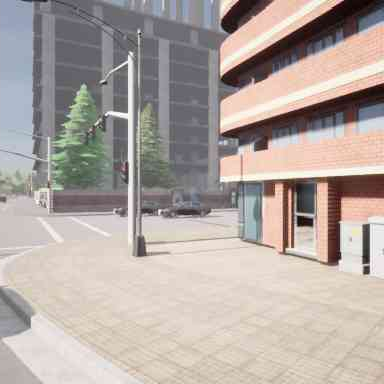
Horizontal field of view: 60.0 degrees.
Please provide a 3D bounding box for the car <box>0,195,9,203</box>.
[{"bbox_3d":[-39.814,1.500,69.897,1.837,1.490,4.892,0,0,-27],"label":"car"}]

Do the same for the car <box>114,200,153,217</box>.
[{"bbox_3d":[-4.934,1.547,31.598,4.902,1.511,2.128,0,0,-27],"label":"car"}]

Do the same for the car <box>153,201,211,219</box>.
[{"bbox_3d":[-0.631,1.547,29.835,4.902,1.511,2.128,0,0,-27],"label":"car"}]
